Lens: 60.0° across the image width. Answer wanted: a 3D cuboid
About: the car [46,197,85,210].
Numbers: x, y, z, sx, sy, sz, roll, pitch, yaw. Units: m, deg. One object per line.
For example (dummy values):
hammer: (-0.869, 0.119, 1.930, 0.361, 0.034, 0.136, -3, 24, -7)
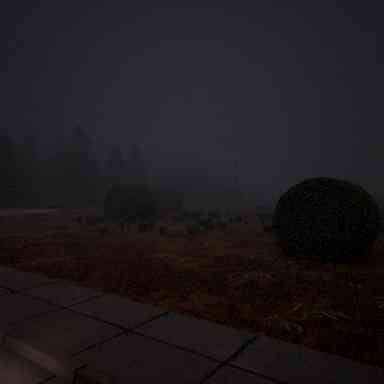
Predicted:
car: (-16.279, 1.449, 42.987, 1.882, 1.535, 5.008, 0, 0, 37)
